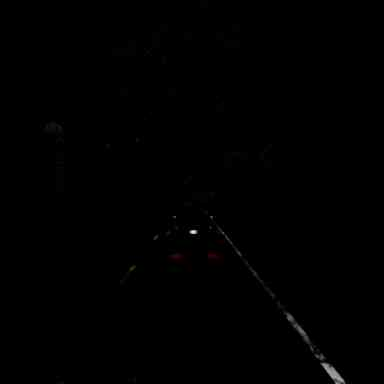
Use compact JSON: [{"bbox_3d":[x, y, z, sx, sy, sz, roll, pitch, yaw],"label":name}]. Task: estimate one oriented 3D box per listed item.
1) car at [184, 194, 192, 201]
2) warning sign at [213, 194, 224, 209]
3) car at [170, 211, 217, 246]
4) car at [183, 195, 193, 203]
[{"bbox_3d":[-0.983,1.367,79.032,1.882,1.535,5.008,0,0,-2],"label":"car"},{"bbox_3d":[3.300,1.138,41.507,1.300,1.860,1.060,1,1,-1],"label":"warning sign"},{"bbox_3d":[0.053,1.571,15.284,1.994,1.385,4.181,0,0,0],"label":"car"},{"bbox_3d":[-0.735,1.544,68.609,1.837,1.490,4.892,0,0,-1],"label":"car"}]
